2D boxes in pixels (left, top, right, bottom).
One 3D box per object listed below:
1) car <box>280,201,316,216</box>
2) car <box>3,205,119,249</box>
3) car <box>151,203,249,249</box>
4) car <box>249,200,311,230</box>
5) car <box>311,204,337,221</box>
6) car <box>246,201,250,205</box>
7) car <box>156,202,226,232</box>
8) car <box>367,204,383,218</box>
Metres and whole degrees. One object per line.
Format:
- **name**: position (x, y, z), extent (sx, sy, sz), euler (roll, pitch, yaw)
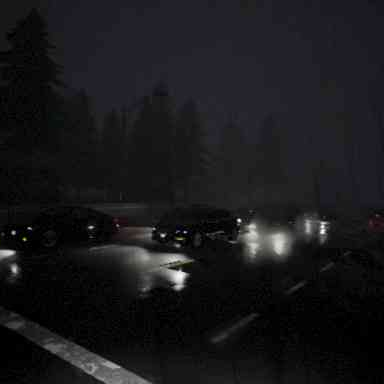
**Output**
- **car**: position (11.413, 1.691, 35.548), extent (2.033, 1.411, 5.357), euler (3, 1, 35)
- **car**: position (-4.865, 1.226, 12.853), extent (1.994, 1.385, 4.181), euler (3, 1, 36)
- **car**: position (0.355, 1.383, 14.114), extent (1.837, 1.490, 4.892), euler (3, 1, 36)
- **car**: position (5.884, 1.520, 21.836), extent (1.882, 1.535, 5.008), euler (3, 1, 36)
- **car**: position (11.620, 1.776, 29.857), extent (1.994, 1.385, 4.181), euler (3, 1, 35)
- **car**: position (5.275, 1.440, 26.990), extent (1.882, 1.535, 5.008), euler (3, 1, 36)
- **car**: position (0.039, 1.371, 19.681), extent (1.994, 1.385, 4.181), euler (3, 1, 36)
- **car**: position (20.056, 2.127, 35.383), extent (1.895, 1.301, 4.718), euler (3, 1, 36)
